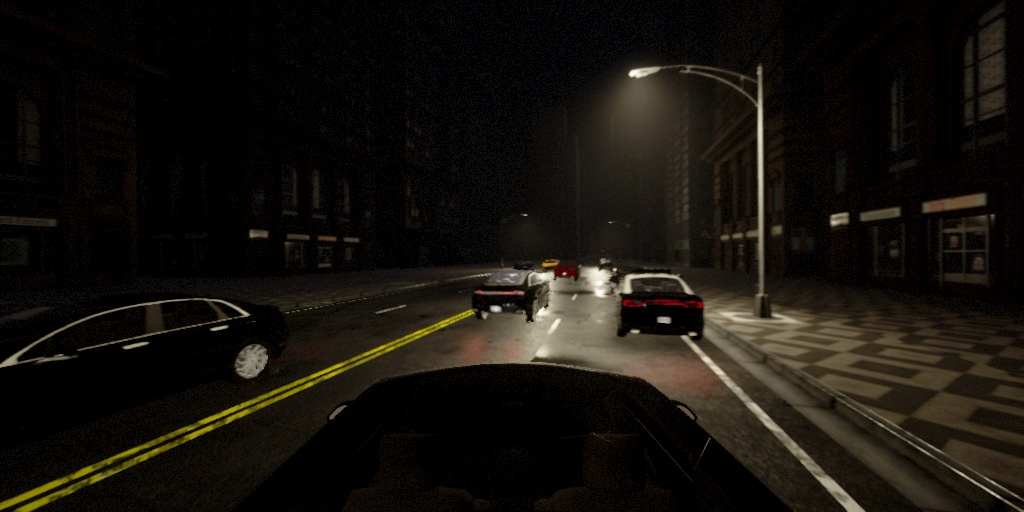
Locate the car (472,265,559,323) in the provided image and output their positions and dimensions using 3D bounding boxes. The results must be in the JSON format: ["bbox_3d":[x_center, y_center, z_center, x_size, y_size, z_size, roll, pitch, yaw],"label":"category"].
[{"bbox_3d":[0.156,1.242,12.288,2.128,1.511,4.902,0,0,14],"label":"car"}]

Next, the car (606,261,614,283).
[{"bbox_3d":[6.300,1.211,19.679,1.837,1.490,4.892,0,0,14],"label":"car"}]

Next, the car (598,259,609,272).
[{"bbox_3d":[11.730,1.181,44.814,2.128,1.511,4.902,0,0,15],"label":"car"}]

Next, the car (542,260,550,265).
[{"bbox_3d":[4.963,1.218,45.070,1.882,1.535,5.008,0,0,14],"label":"car"}]

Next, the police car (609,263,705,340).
[{"bbox_3d":[3.854,1.146,10.096,1.930,1.638,5.238,0,0,14],"label":"police car"}]

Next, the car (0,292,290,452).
[{"bbox_3d":[-5.366,1.297,4.593,1.837,1.490,4.892,0,0,14],"label":"car"}]

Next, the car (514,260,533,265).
[{"bbox_3d":[1.411,1.243,44.295,1.882,1.535,5.008,0,0,14],"label":"car"}]

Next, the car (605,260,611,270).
[{"bbox_3d":[7.784,1.224,25.493,1.812,1.442,4.674,0,0,14],"label":"car"}]

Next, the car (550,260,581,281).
[{"bbox_3d":[4.627,1.203,29.810,1.882,1.535,5.008,0,0,14],"label":"car"}]

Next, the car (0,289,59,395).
[{"bbox_3d":[-8.938,1.325,3.739,1.837,1.490,4.892,0,0,14],"label":"car"}]
